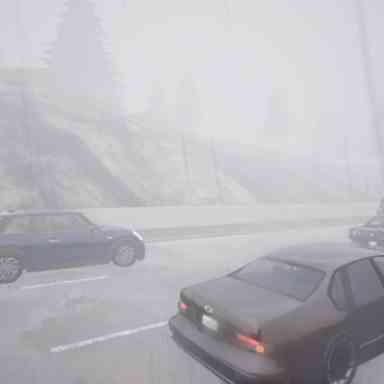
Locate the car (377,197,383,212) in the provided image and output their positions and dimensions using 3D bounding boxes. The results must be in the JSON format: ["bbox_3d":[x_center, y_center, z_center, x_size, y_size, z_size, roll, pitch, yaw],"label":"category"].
[{"bbox_3d":[14.132,1.270,21.407,5.566,2.045,2.150,0,0,-33],"label":"car"}]

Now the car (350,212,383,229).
[{"bbox_3d":[8.551,1.627,13.535,4.718,1.301,1.895,0,0,-33],"label":"car"}]

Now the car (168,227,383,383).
[{"bbox_3d":[2.286,1.548,5.182,5.357,1.411,2.033,0,0,-34],"label":"car"}]

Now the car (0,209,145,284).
[{"bbox_3d":[-3.633,1.296,9.587,4.553,1.767,2.097,0,0,-35],"label":"car"}]
